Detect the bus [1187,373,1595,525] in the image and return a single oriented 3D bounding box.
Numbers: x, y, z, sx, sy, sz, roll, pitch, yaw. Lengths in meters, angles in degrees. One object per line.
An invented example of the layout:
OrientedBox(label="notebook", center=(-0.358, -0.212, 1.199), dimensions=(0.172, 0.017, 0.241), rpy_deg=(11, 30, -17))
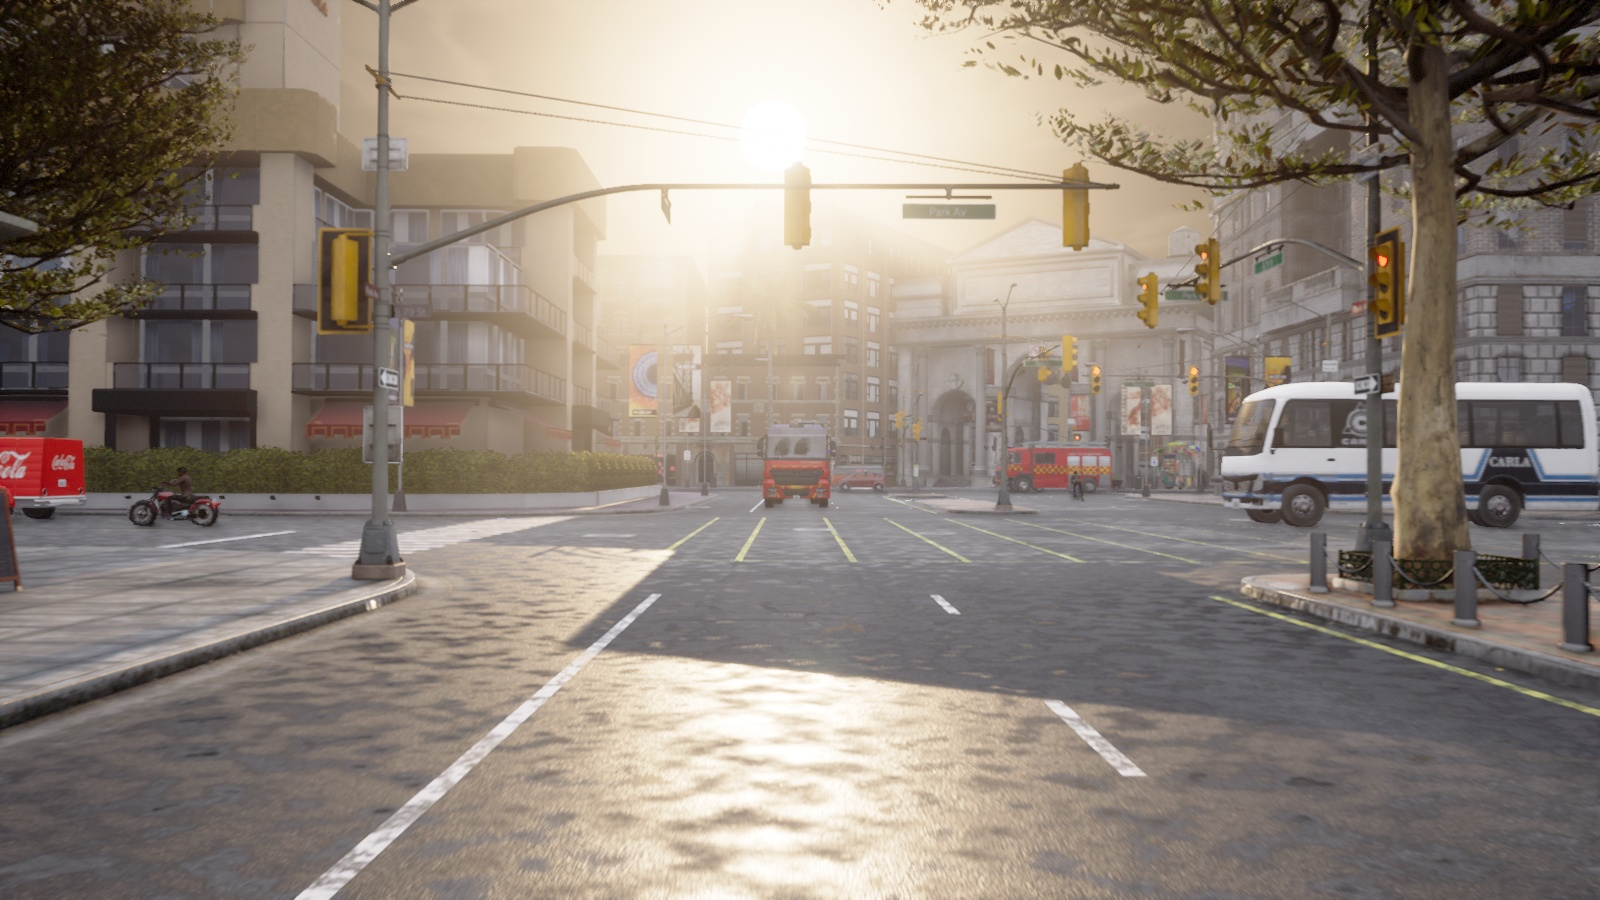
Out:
OrientedBox(label="bus", center=(17.285, -0.005, 37.416), dimensions=(10.273, 4.253, 3.944), rpy_deg=(0, -1, 0))

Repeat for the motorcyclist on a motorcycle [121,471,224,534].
OrientedBox(label="motorcyclist on a motorcycle", center=(-16.785, 1.395, 33.618), dimensions=(2.350, 1.649, 0.766), rpy_deg=(0, -1, 0))

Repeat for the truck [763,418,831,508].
OrientedBox(label="truck", center=(-0.146, 0.613, 57.498), dimensions=(2.891, 3.827, 8.468), rpy_deg=(0, -1, 0))

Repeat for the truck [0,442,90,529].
OrientedBox(label="truck", center=(-24.321, 1.046, 37.064), dimensions=(5.204, 2.467, 2.627), rpy_deg=(0, -1, 0))

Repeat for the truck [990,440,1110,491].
OrientedBox(label="truck", center=(18.892, 1.171, 95.331), dimensions=(8.468, 3.827, 2.891), rpy_deg=(0, -1, -2))

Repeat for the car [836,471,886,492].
OrientedBox(label="car", center=(4.594, 2.374, 95.542), dimensions=(3.705, 1.549, 1.789), rpy_deg=(0, -1, 0))
